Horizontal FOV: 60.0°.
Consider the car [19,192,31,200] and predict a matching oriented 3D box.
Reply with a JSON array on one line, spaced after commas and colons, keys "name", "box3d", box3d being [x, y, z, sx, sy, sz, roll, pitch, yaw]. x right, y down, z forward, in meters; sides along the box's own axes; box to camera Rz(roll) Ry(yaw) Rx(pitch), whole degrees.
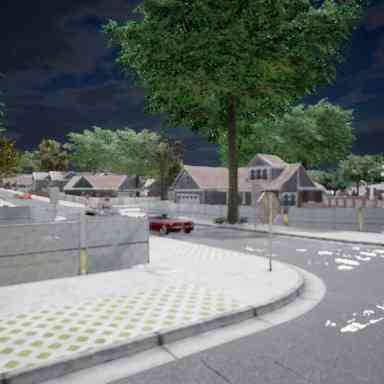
[{"name": "car", "box3d": [-40.344, 0.797, 80.524, 2.097, 1.767, 4.553, 0, 2, -35]}]

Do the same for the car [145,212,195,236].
[{"name": "car", "box3d": [-1.818, 1.949, 21.120, 1.895, 1.301, 4.718, 0, -1, -35]}]

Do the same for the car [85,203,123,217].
[{"name": "car", "box3d": [-7.934, 1.783, 29.803, 2.097, 1.767, 4.553, 0, -1, -35]}]
